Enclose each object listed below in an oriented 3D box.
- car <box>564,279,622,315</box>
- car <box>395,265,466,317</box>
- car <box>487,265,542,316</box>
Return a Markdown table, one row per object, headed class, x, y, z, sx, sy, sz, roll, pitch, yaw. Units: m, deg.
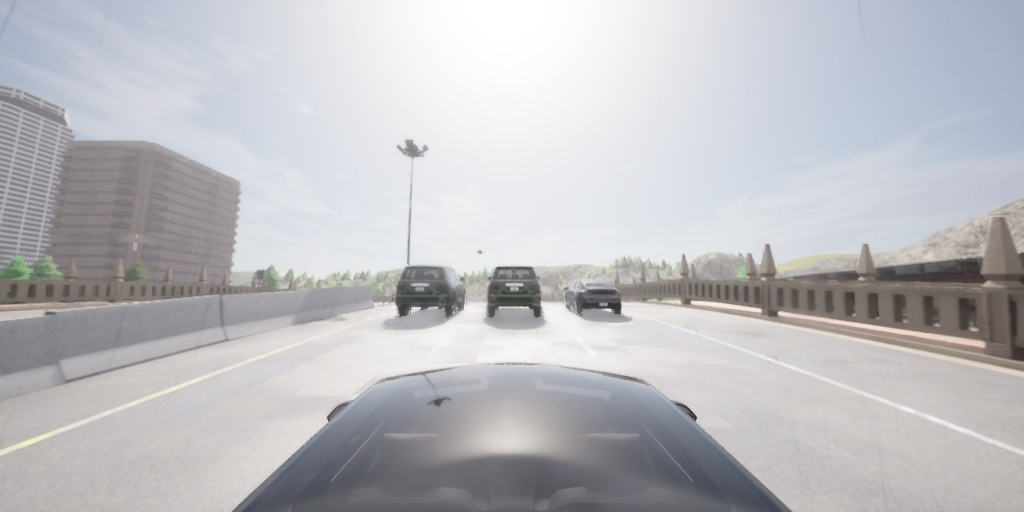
| class | x | y | z | sx | sy | sz | roll | pitch | yaw |
| --- | --- | --- | --- | --- | --- | --- | --- | --- | --- |
| car | 3.594 | 1.817 | 16.472 | 1.837 | 1.490 | 4.892 | 0 | -4 | 0 |
| car | -3.406 | 1.497 | 15.918 | 2.150 | 2.045 | 5.566 | 0 | -4 | 0 |
| car | 0.094 | 1.504 | 16.016 | 2.150 | 2.045 | 5.566 | 0 | -4 | 0 |
